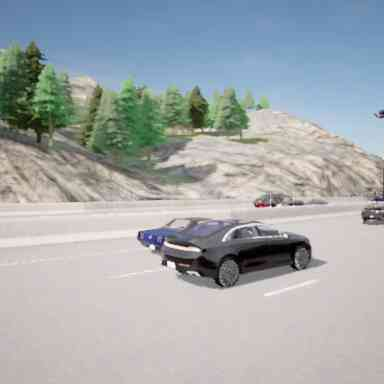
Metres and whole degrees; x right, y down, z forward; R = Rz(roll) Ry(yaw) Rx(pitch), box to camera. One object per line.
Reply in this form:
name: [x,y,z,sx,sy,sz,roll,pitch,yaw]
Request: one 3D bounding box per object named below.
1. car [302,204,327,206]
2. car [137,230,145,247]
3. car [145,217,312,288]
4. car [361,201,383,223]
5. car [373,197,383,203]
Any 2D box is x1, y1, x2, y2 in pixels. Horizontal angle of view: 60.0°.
car: [14.635,1.599,39.419,4.674,1.442,1.812,0,0,-42]
car: [0.367,1.629,12.930,4.718,1.301,1.895,0,0,-38]
car: [1.434,1.511,9.355,4.902,1.511,2.128,0,0,-37]
car: [14.414,1.534,24.913,4.902,1.511,2.128,0,0,-42]
car: [41.424,1.694,72.603,4.718,1.301,1.895,0,0,-42]
